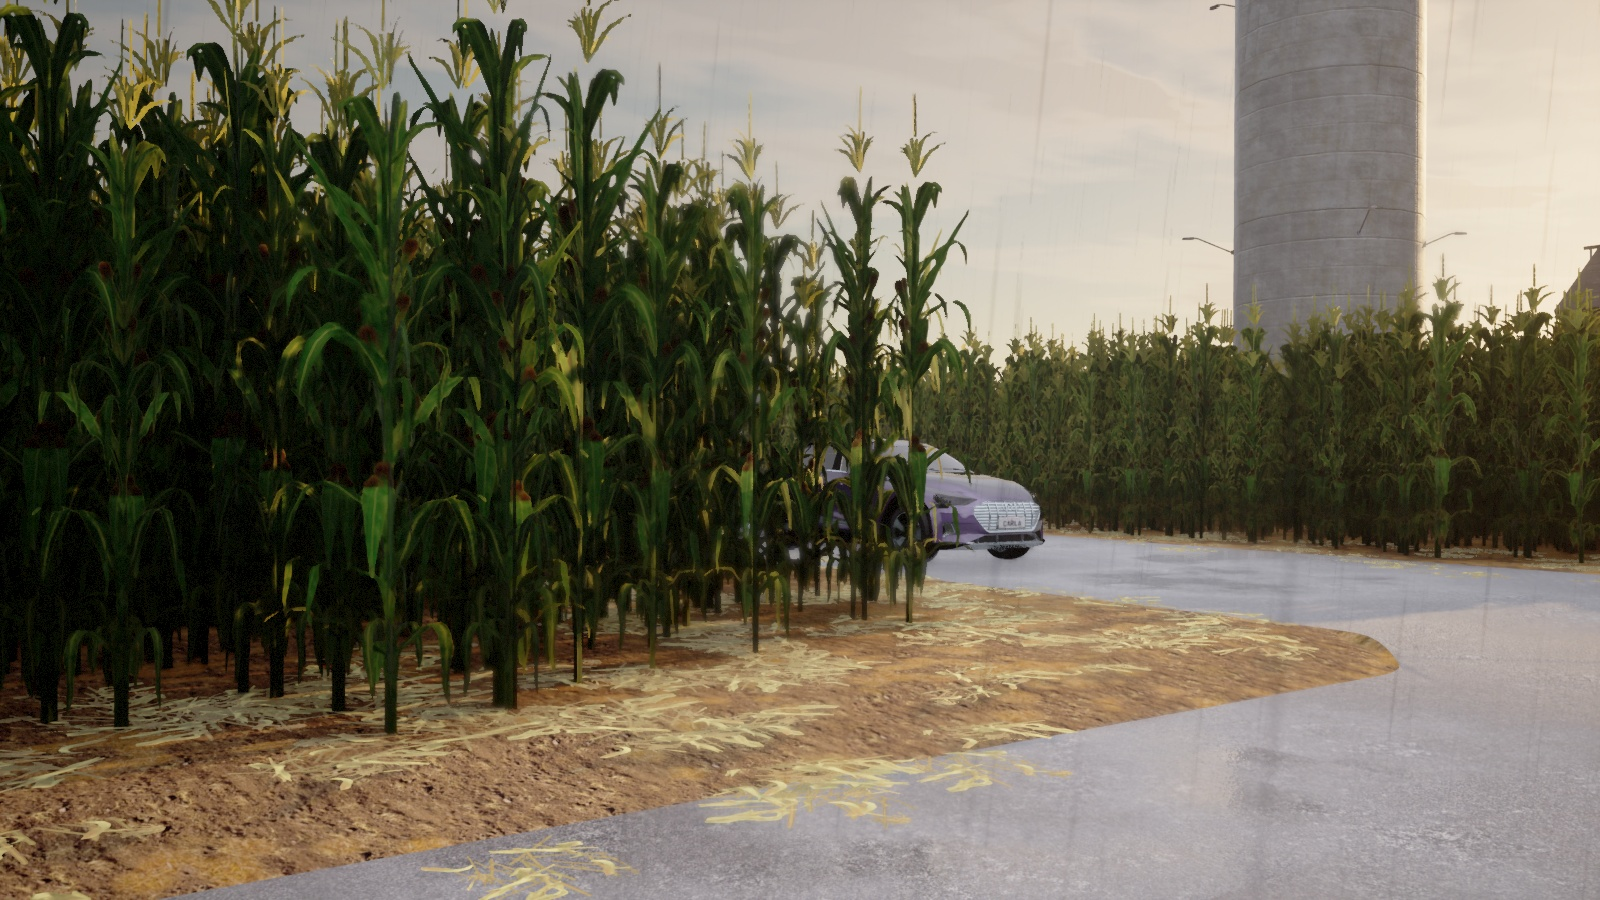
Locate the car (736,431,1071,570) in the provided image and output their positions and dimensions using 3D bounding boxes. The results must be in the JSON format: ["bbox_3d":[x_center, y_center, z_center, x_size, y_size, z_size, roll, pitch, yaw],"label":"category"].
[{"bbox_3d":[1.250,0.616,17.510,2.033,1.649,4.856,0,-1,-35],"label":"car"}]
